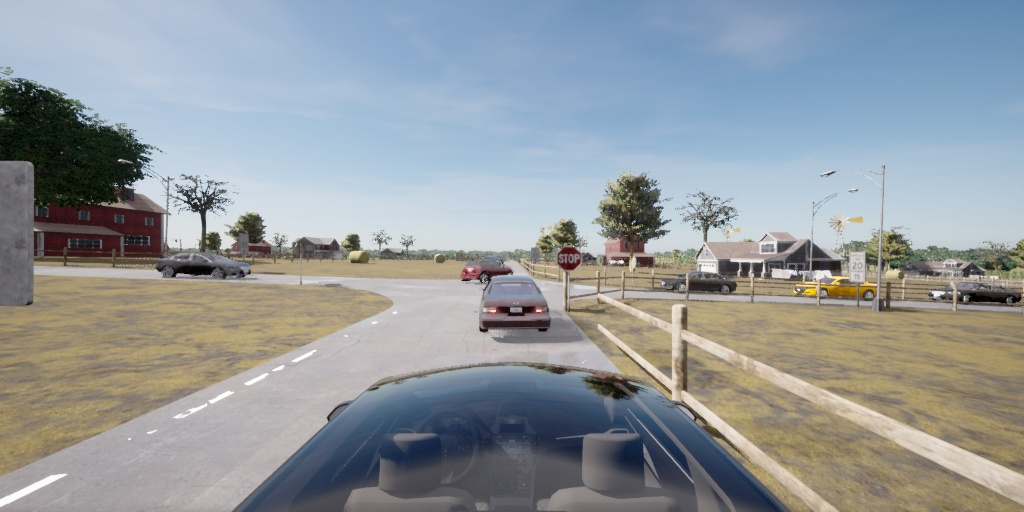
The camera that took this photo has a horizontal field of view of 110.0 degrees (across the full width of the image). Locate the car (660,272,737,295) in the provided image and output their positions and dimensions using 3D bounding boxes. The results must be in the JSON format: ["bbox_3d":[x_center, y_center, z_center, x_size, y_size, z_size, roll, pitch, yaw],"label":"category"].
[{"bbox_3d":[12.708,1.805,24.570,4.892,1.490,1.837,2,0,-2],"label":"car"}]

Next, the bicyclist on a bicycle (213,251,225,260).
[{"bbox_3d":[-22.612,0.407,27.619,0.582,1.620,1.656,2,0,0],"label":"bicyclist on a bicycle"}]

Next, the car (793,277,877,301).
[{"bbox_3d":[22.199,2.155,24.628,5.008,1.535,1.882,2,0,0],"label":"car"}]

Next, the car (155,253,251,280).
[{"bbox_3d":[-18.501,0.584,21.636,4.902,1.511,2.128,2,0,0],"label":"car"}]

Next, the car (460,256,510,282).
[{"bbox_3d":[-1.801,1.099,27.440,2.097,1.767,4.553,0,-1,36],"label":"car"}]

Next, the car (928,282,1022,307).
[{"bbox_3d":[31.675,2.555,24.632,4.902,1.511,2.128,2,0,0],"label":"car"}]

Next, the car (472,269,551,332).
[{"bbox_3d":[-0.032,1.299,10.844,2.033,1.411,5.357,0,0,-3],"label":"car"}]
